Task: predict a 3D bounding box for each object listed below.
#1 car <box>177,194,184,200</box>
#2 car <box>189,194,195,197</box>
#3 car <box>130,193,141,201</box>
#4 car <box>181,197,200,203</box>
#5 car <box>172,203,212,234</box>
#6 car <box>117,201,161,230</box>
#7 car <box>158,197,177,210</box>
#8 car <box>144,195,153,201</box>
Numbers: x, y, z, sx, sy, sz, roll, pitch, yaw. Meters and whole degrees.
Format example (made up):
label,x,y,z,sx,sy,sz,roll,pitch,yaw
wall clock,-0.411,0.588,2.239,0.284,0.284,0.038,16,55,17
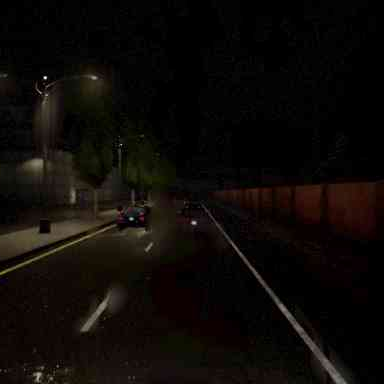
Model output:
label,x,y,z,sx,sy,sz,roll,pitch,yaw
car,-3.480,1.526,95.260,1.837,1.490,4.892,0,0,0
car,0.020,1.578,95.260,1.994,1.385,4.181,0,0,0
car,-14.982,1.259,88.528,2.150,2.045,5.566,0,0,0
car,0.108,1.561,36.110,2.033,1.411,5.357,0,0,0
car,0.104,1.571,19.279,1.994,1.385,4.181,0,0,0
car,-3.396,1.556,21.180,2.033,1.411,5.357,0,0,0
car,-3.391,1.494,43.139,1.882,1.535,5.008,0,0,0
car,-11.482,1.559,88.557,2.128,1.511,4.902,0,0,0
